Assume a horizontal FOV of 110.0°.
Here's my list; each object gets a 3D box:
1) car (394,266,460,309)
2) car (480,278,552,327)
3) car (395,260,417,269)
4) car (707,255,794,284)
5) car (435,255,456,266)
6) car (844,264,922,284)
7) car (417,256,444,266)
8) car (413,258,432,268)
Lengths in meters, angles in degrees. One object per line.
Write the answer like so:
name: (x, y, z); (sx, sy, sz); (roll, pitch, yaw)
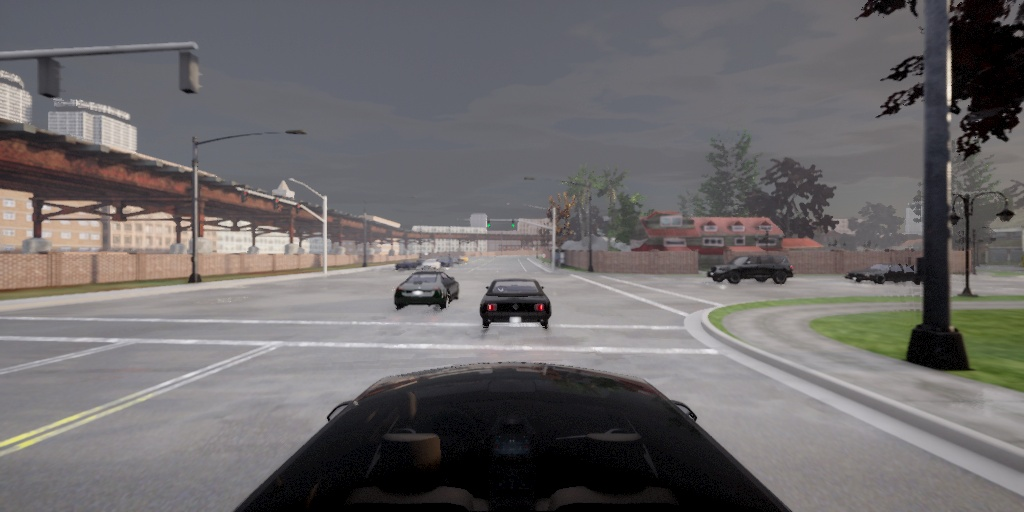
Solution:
car: (-3.401, 1.304, 14.964); (1.994, 1.385, 4.181); (0, 0, 0)
car: (0.096, 1.344, 11.400); (1.895, 1.301, 4.718); (0, 0, 0)
car: (-14.088, 1.193, 47.991); (1.895, 1.301, 4.718); (0, 1, 0)
car: (17.234, 0.954, 26.031); (5.566, 2.045, 2.150); (0, 0, -2)
car: (-10.551, 0.843, 55.989); (2.097, 1.767, 4.553); (0, 1, 0)
car: (27.718, 1.279, 26.304); (5.357, 1.411, 2.033); (0, 0, -1)
car: (-10.579, 1.128, 46.945); (1.812, 1.442, 4.674); (0, 1, 0)
car: (-14.045, 1.045, 56.783); (1.994, 1.385, 4.181); (0, 1, 0)
